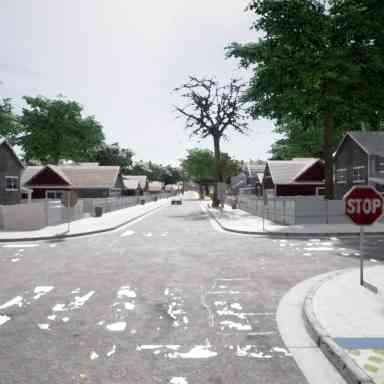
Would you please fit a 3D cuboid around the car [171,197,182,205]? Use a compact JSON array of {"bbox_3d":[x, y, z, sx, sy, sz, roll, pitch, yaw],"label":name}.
[{"bbox_3d":[-2.766,1.530,60.483,2.033,1.411,5.357,0,0,0],"label":"car"}]
